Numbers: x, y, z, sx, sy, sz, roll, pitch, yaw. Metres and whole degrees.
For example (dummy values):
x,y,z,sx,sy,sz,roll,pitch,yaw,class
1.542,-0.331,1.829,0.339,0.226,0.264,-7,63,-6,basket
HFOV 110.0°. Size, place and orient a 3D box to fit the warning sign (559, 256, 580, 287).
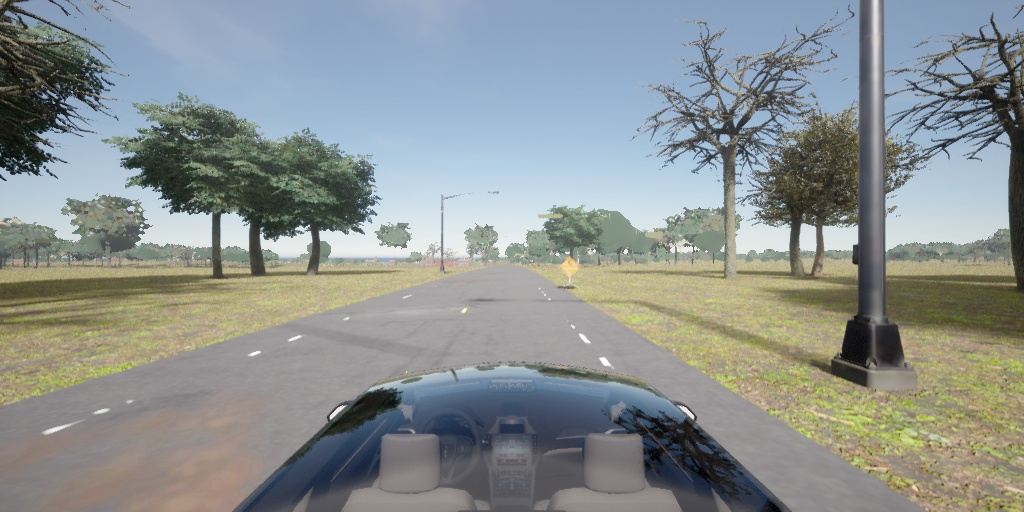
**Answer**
x,y,z,sx,sy,sz,roll,pitch,yaw,class
3.550,0.945,22.045,1.300,1.860,1.060,0,0,0,warning sign
